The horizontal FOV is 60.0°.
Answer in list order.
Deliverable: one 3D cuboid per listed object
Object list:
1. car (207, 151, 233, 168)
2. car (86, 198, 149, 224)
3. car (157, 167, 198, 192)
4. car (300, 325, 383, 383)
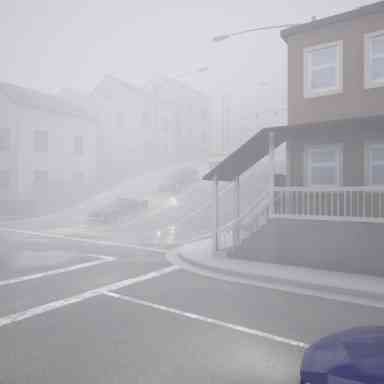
[{"bbox_3d":[3.515,-3.731,37.090,1.882,1.535,5.008,0,13,35],"label":"car"},{"bbox_3d":[-5.361,1.256,24.187,1.895,1.301,4.718,0,12,34],"label":"car"},{"bbox_3d":[-1.275,-1.268,30.157,1.837,1.490,4.892,0,20,34],"label":"car"},{"bbox_3d":[2.981,1.526,1.838,4.674,1.442,1.812,0,0,36],"label":"car"}]
